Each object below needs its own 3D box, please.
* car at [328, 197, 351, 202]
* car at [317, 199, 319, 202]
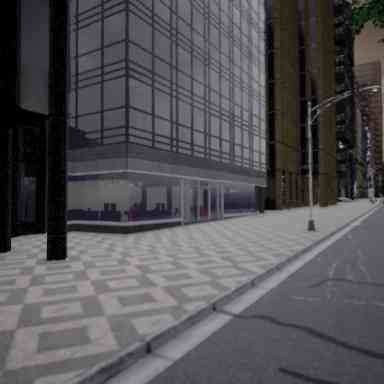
[{"bbox_3d":[35.686,1.978,81.518,4.403,1.369,2.008,-1,-2,32],"label":"car"},{"bbox_3d":[31.022,2.115,84.453,4.313,1.339,1.947,-1,-2,32],"label":"car"}]
